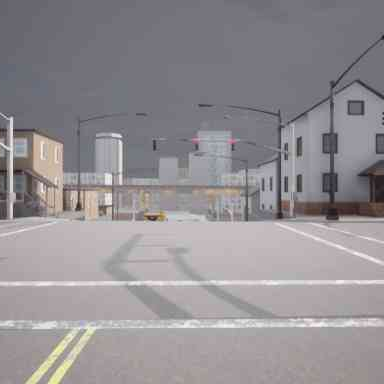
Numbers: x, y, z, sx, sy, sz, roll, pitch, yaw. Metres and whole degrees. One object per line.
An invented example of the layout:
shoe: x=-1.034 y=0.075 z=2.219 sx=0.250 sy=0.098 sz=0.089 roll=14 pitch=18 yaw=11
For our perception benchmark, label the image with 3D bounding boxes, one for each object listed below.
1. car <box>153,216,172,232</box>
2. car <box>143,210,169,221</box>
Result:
car: x=-3.781 y=4.235 z=43.687 sx=2.128 sy=1.511 sz=4.902 roll=0 pitch=-13 yaw=-1
car: x=-3.673 y=2.536 z=33.465 sx=1.882 sy=1.535 sz=5.008 roll=0 pitch=-9 yaw=1
